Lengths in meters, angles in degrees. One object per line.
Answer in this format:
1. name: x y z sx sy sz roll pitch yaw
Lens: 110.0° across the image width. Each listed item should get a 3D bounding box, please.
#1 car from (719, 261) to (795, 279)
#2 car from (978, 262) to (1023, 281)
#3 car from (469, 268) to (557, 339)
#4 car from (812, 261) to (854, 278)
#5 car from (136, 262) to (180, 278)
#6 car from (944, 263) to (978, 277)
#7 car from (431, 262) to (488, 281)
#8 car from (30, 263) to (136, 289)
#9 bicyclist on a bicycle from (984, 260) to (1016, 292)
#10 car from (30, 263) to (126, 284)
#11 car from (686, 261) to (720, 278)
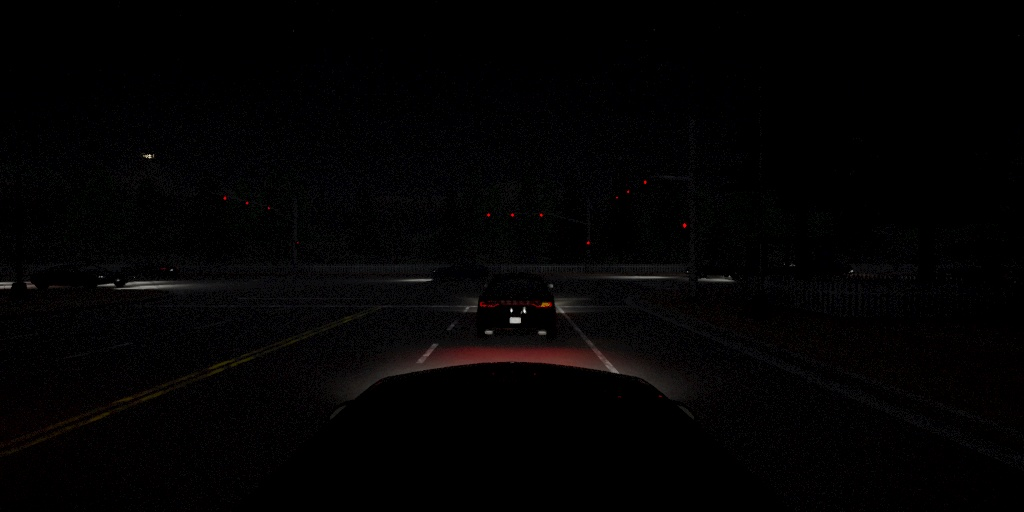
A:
1. car: 20.235 1.239 29.018 5.357 1.411 2.033 0 0 -1
2. car: 40.194 1.170 27.578 5.008 1.535 1.882 0 0 14
3. car: 0.174 1.227 10.159 1.882 1.535 5.008 0 0 2
4. car: 27.749 1.184 32.317 4.902 1.511 2.128 0 0 2
5. car: -33.167 1.256 32.820 4.181 1.385 1.994 0 0 0
6. car: 40.538 1.293 31.110 4.718 1.301 1.895 0 0 13
7. car: -4.177 1.232 29.158 4.674 1.442 1.812 0 0 0
8. car: -26.579 1.219 22.073 4.674 1.442 1.812 0 0 0
9. bicyclist on a bicycle: 22.822 0.994 17.020 0.582 1.620 1.656 0 0 0
10. car: -30.822 1.219 25.558 4.674 1.442 1.812 0 0 0
11. car: 18.418 1.184 32.496 4.902 1.511 2.128 0 0 1
